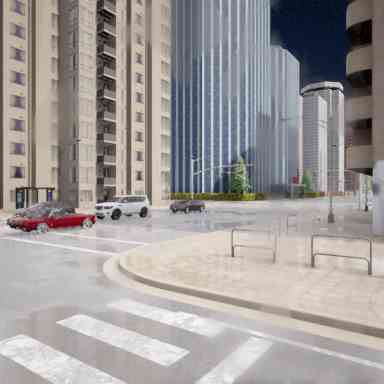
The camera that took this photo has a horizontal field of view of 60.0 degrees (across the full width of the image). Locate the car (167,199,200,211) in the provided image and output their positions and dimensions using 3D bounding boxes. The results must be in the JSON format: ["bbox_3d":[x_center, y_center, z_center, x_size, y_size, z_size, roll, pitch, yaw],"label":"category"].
[{"bbox_3d":[-1.025,1.619,42.433,1.994,1.385,4.181,0,0,35],"label":"car"}]

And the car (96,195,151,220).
[{"bbox_3d":[-6.006,1.277,29.174,2.150,2.045,5.566,0,0,35],"label":"car"}]

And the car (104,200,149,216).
[{"bbox_3d":[-6.681,1.581,34.318,1.812,1.442,4.674,0,0,35],"label":"car"}]

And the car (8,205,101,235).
[{"bbox_3d":[-8.035,1.656,19.630,1.895,1.301,4.718,0,0,35],"label":"car"}]

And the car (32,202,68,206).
[{"bbox_3d":[-11.862,1.560,26.917,1.837,1.490,4.892,0,0,36],"label":"car"}]

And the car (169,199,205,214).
[{"bbox_3d":[-0.388,1.560,37.242,1.837,1.490,4.892,0,0,35],"label":"car"}]
